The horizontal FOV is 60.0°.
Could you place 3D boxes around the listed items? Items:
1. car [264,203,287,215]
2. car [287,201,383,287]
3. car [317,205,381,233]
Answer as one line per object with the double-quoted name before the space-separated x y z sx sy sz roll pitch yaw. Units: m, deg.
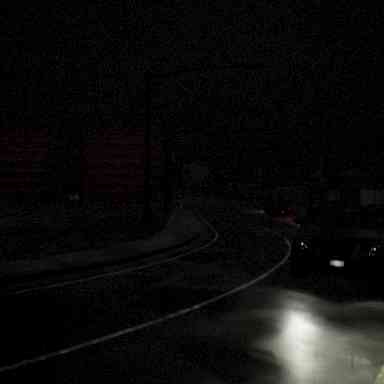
"car" 9.653 1.939 37.898 1.895 1.301 4.718 0 0 -2
"car" 4.504 1.324 10.223 2.150 2.045 5.566 1 0 24
"car" 10.162 1.703 22.036 1.882 1.535 5.008 0 -1 0
